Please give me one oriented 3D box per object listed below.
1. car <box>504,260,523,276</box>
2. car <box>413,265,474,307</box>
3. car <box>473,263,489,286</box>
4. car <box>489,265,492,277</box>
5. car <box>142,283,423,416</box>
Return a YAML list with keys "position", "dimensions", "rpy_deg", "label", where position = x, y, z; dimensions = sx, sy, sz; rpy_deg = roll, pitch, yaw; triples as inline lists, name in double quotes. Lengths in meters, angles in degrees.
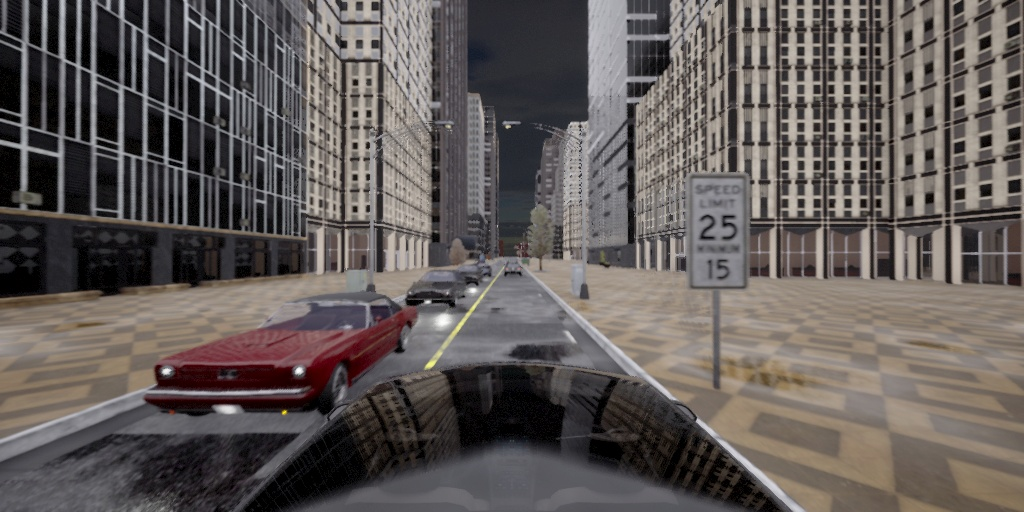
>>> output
- position: [0.112, 1.336, 37.456]
  dimensions: [2.033, 1.411, 5.357]
  rpy_deg: [0, 0, 0]
  label: "car"
- position: [-3.092, 1.311, 15.850]
  dimensions: [2.033, 1.411, 5.357]
  rpy_deg: [0, 0, 0]
  label: "car"
- position: [-3.082, 1.321, 25.923]
  dimensions: [2.033, 1.411, 5.357]
  rpy_deg: [0, 0, 0]
  label: "car"
- position: [-3.042, 1.349, 35.983]
  dimensions: [1.994, 1.385, 4.181]
  rpy_deg: [0, 0, 0]
  label: "car"
- position: [-3.086, 1.353, 6.079]
  dimensions: [1.895, 1.301, 4.718]
  rpy_deg: [0, 0, -1]
  label: "car"
